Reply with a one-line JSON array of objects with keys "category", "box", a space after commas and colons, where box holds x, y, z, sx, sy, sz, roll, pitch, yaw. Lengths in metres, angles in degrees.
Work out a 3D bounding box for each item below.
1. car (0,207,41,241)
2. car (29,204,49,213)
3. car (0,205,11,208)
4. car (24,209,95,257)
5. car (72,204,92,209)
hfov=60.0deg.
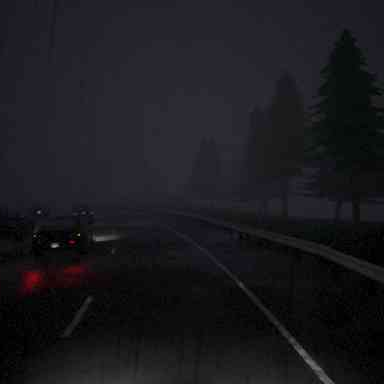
[{"category": "car", "box": [-9.561, 1.745, 17.459, 1.994, 1.385, 4.181, 0, 0, -14]}, {"category": "car", "box": [-15.216, 1.881, 33.053, 1.994, 1.385, 4.181, 0, 0, -26]}, {"category": "car", "box": [-18.636, 1.907, 32.135, 1.994, 1.385, 4.181, 0, 0, -26]}, {"category": "car", "box": [-5.110, 1.646, 13.561, 1.812, 1.442, 4.674, 0, 0, -12]}, {"category": "car", "box": [-9.660, 1.793, 29.209, 2.033, 1.411, 5.357, 0, 0, -22]}]
